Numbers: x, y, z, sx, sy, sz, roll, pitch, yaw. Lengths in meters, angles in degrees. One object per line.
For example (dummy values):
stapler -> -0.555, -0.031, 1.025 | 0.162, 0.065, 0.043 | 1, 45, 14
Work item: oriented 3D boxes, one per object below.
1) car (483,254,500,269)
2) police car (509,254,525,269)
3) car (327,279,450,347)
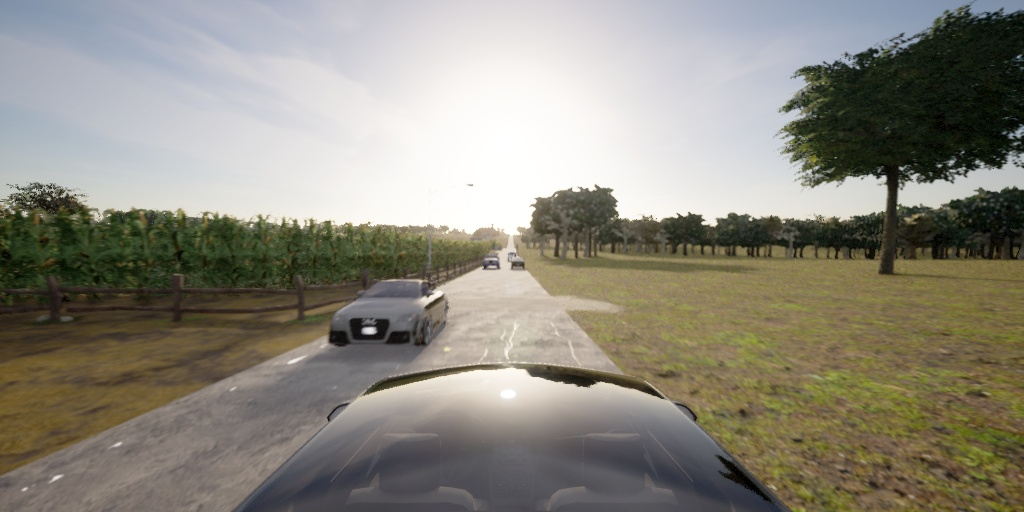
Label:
car -> -2.816, 0.712, 50.417 | 2.150, 2.045, 5.566 | 0, 1, 0
police car -> 0.833, 0.913, 50.680 | 1.930, 1.638, 5.238 | 0, 1, 0
car -> -2.847, 1.298, 9.143 | 1.994, 1.385, 4.181 | 0, 0, 0
